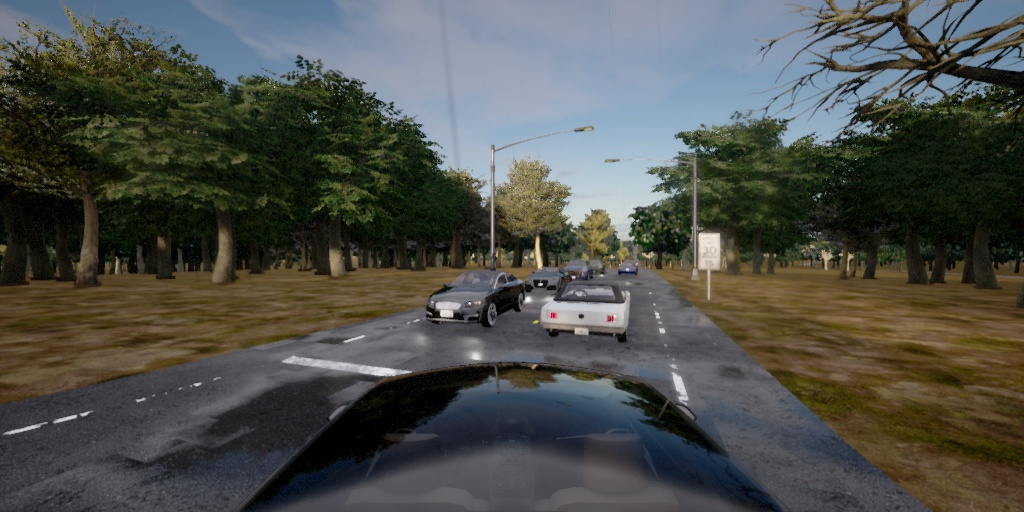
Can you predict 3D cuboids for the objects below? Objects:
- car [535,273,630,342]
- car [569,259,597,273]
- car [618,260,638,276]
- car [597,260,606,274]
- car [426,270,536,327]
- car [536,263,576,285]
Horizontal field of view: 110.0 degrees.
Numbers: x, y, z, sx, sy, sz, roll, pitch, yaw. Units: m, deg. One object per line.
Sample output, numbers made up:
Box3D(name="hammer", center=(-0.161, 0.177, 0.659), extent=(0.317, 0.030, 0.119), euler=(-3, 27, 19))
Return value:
Box3D(name="car", center=(2.250, 1.341, 9.842), extent=(1.895, 1.301, 4.718), euler=(0, 0, 19))
Box3D(name="car", center=(5.528, 1.089, 29.903), extent=(2.097, 1.767, 4.553), euler=(0, 0, 20))
Box3D(name="car", center=(12.711, 1.400, 39.283), extent=(1.994, 1.385, 4.181), euler=(0, -1, 20))
Box3D(name="car", center=(9.464, 1.190, 40.884), extent=(2.097, 1.767, 4.553), euler=(0, -1, 20))
Box3D(name="car", center=(-0.950, 1.229, 11.623), extent=(2.128, 1.511, 4.902), euler=(0, 0, 18))
Box3D(name="car", center=(2.137, 1.288, 20.326), extent=(1.994, 1.385, 4.181), euler=(0, 0, 20))
